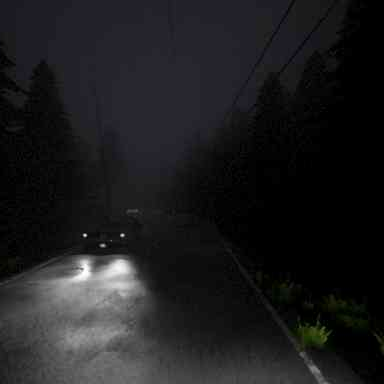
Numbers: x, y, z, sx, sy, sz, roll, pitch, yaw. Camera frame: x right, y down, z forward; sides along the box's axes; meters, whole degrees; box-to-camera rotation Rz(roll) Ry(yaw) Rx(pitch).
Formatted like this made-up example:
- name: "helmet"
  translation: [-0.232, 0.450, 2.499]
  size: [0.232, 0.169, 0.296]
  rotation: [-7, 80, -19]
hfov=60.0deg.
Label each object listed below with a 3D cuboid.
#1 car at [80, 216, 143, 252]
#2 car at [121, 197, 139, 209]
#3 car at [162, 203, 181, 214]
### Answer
- name: "car"
  translation: [-3.417, 1.766, 14.921]
  size: [1.895, 1.301, 4.718]
  rotation: [0, -1, -1]
- name: "car"
  translation: [-10.591, 1.837, 56.289]
  size: [2.150, 2.045, 5.566]
  rotation: [0, 0, -21]
- name: "car"
  translation: [-2.651, 2.055, 41.777]
  size: [1.895, 1.301, 4.718]
  rotation: [0, -1, -12]
